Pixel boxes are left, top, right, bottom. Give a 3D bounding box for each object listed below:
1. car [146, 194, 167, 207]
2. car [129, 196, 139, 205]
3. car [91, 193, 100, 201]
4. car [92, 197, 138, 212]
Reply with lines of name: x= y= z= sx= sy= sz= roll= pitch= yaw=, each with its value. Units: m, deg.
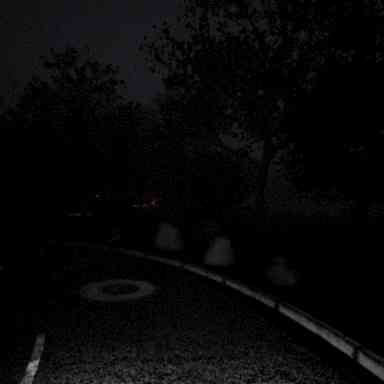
car: x=-5.846 y=1.350 z=56.175 sx=2.150 sy=2.045 sz=5.566 roll=3 pitch=0 yaw=-30
car: x=-10.699 y=1.395 z=56.715 sx=4.181 sy=1.385 sz=1.994 roll=3 pitch=0 yaw=41
car: x=-20.821 y=0.995 z=68.099 sx=4.902 sy=1.511 sz=2.128 roll=3 pitch=0 yaw=36
car: x=-9.295 y=1.661 z=40.626 sx=2.128 sy=1.511 sz=4.902 roll=-1 pitch=-1 yaw=31
